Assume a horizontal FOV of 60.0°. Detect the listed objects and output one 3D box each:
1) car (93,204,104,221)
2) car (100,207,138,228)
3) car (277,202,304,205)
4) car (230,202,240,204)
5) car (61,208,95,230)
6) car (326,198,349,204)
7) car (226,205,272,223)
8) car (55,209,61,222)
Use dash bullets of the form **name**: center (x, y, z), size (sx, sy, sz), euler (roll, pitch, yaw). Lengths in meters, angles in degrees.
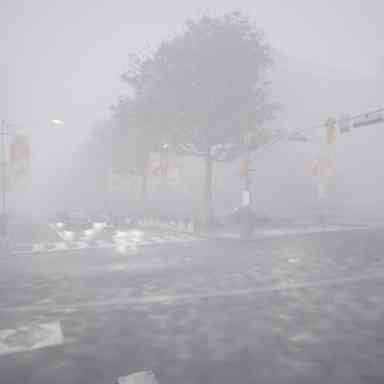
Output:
- **car**: center (-10.555, 2.476, 37.672), size (2.128, 1.511, 4.902), euler (0, -1, -26)
- **car**: center (-6.117, 2.220, 28.579), size (2.128, 1.511, 4.902), euler (0, -1, -26)
- **car**: center (17.989, 2.481, 59.007), size (2.002, 1.452, 4.674), euler (0, -1, -26)
- **car**: center (8.908, 2.882, 68.125), size (2.161, 1.482, 4.786), euler (0, -1, -26)
- **car**: center (-9.616, 2.274, 27.755), size (1.812, 1.442, 4.674), euler (0, -1, -25)
- **car**: center (35.723, 2.517, 81.804), size (2.435, 2.045, 5.566), euler (0, -1, -26)
- **car**: center (5.286, 2.217, 31.446), size (2.033, 1.411, 5.357), euler (0, -1, -24)
- **car**: center (-13.991, 2.565, 36.732), size (1.994, 1.385, 4.181), euler (0, -1, -26)
